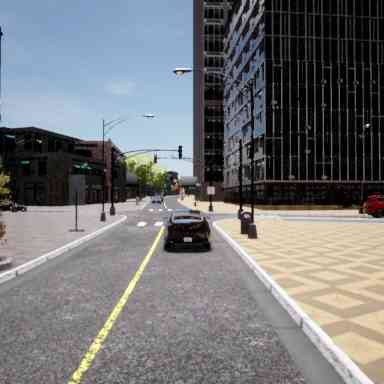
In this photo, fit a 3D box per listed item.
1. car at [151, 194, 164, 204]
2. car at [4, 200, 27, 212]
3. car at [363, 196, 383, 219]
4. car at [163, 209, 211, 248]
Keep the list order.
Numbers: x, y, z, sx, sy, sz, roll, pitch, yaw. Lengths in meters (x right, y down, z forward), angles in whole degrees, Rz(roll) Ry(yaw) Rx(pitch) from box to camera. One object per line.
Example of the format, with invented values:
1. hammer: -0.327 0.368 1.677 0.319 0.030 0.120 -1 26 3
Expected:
1. car: -6.596 1.563 62.131 2.033 1.411 5.357 0 0 -5
2. car: -20.555 1.568 37.122 4.313 1.339 1.947 0 -1 18
3. car: 15.765 1.188 25.206 5.009 1.841 2.192 0 -1 18
4. car: -0.226 1.510 14.698 1.837 1.490 4.892 0 0 -2
